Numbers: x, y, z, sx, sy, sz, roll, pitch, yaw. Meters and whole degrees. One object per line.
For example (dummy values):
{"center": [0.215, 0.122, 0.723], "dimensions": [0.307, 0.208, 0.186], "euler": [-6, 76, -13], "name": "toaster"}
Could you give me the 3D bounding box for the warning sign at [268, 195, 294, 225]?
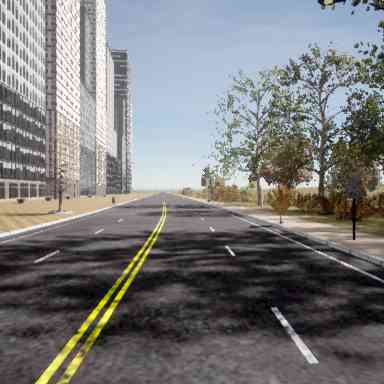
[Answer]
{"center": [5.645, 1.103, 21.129], "dimensions": [1.300, 1.860, 1.060], "euler": [0, 0, -2], "name": "warning sign"}
